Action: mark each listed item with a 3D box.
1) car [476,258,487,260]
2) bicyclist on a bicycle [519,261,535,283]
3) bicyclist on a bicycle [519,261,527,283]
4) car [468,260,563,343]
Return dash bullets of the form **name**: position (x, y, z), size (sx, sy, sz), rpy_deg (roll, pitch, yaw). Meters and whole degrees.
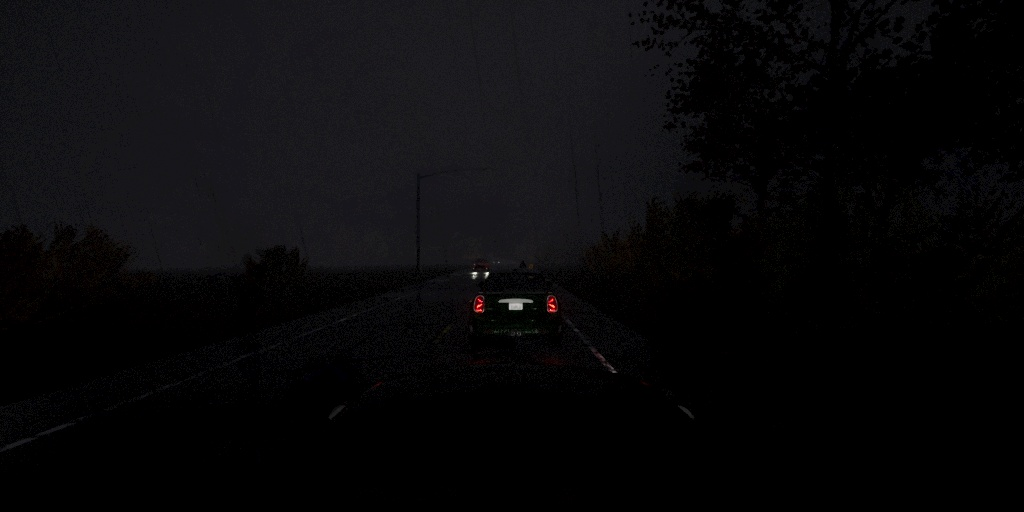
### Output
- **car**: position (-3.890, 1.085, 45.540), size (2.097, 1.767, 4.553), rpy_deg (0, 0, -1)
- **bicyclist on a bicycle**: position (0.904, 1.179, 17.127), size (0.866, 1.612, 1.509), rpy_deg (0, 0, 0)
- **bicyclist on a bicycle**: position (0.842, 1.191, 27.244), size (0.582, 1.620, 1.656), rpy_deg (0, 0, 0)
- **car**: position (0.073, 1.098, 9.783), size (2.097, 1.767, 4.553), rpy_deg (0, 0, 0)
